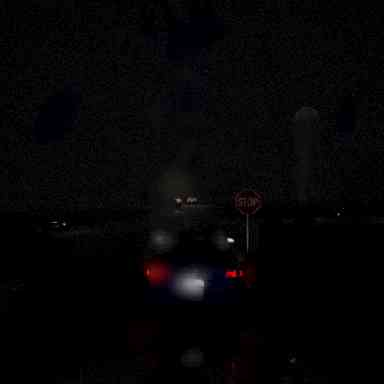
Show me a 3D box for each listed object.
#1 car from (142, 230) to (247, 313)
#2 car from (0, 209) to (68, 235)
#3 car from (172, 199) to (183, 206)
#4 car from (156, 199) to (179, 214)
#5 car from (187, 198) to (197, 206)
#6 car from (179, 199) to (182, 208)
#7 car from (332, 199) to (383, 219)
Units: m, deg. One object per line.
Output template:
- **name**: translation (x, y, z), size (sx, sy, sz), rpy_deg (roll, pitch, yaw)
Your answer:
- **car**: translation (0.072, 1.575, 7.801), size (1.994, 1.385, 4.181), rpy_deg (0, 0, 1)
- **car**: translation (-10.194, 1.831, 20.555), size (4.892, 1.490, 1.837), rpy_deg (-3, -2, 6)
- **car**: translation (-2.792, 2.124, 66.627), size (1.994, 1.385, 4.181), rpy_deg (0, -1, 1)
- **car**: translation (-2.867, 1.694, 37.351), size (2.033, 1.411, 5.357), rpy_deg (0, 0, 0)
- **car**: translation (-0.023, 1.946, 68.642), size (2.097, 1.767, 4.553), rpy_deg (0, -1, 0)
- **car**: translation (-2.854, 1.854, 46.969), size (1.895, 1.301, 4.718), rpy_deg (0, -1, 0)
- **car**: translation (12.644, 1.195, 23.806), size (4.718, 1.301, 1.895), rpy_deg (-2, -1, -2)
